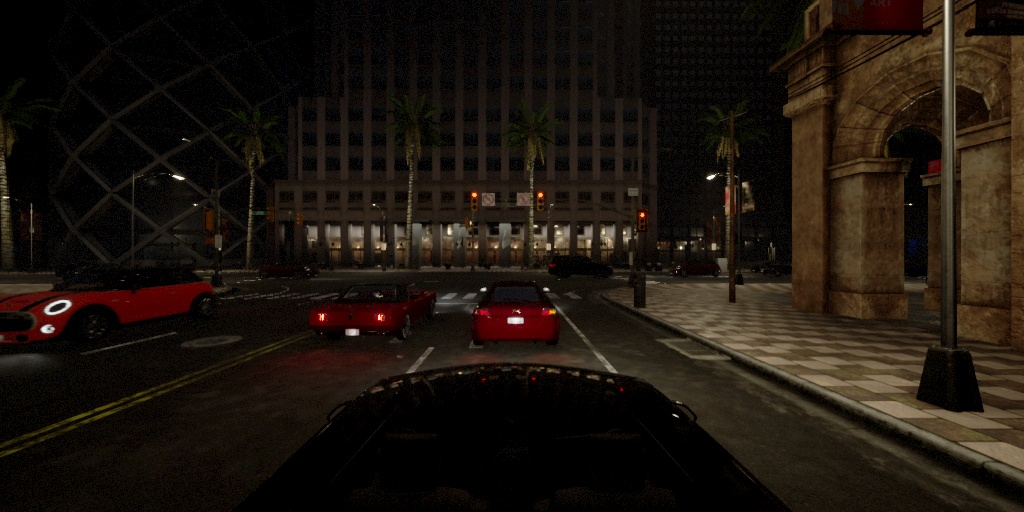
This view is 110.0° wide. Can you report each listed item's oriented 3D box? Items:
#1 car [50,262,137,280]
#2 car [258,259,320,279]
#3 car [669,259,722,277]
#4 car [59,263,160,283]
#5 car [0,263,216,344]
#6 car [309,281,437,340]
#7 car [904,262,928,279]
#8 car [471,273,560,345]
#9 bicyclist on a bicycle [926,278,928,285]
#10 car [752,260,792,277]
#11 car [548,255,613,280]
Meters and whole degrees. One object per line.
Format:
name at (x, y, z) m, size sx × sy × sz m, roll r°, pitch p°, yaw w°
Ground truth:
car at (-35.518, 1.276, 30.582) m, size 4.674 × 1.442 × 1.812 m, roll 0°, pitch 0°, yaw -13°
car at (-19.411, 1.101, 31.401) m, size 4.553 × 1.767 × 2.097 m, roll 0°, pitch 0°, yaw -1°
car at (17.809, 1.102, 35.064) m, size 4.553 × 1.767 × 2.097 m, roll 0°, pitch 0°, yaw 0°
car at (-30.997, 1.297, 27.774) m, size 5.357 × 1.411 × 2.033 m, roll 0°, pitch 0°, yaw -3°
car at (-10.595, 1.102, 9.609) m, size 2.097 × 1.767 × 4.553 m, roll 0°, pitch 0°, yaw 0°
car at (-3.419, 1.351, 9.931) m, size 1.895 × 1.301 × 4.718 m, roll 0°, pitch 0°, yaw 0°
car at (34.502, 1.275, 31.317) m, size 4.674 × 1.442 × 1.812 m, roll 0°, pitch 0°, yaw 0°
car at (0.080, 1.314, 9.470) m, size 1.994 × 1.385 × 4.181 m, roll 0°, pitch 0°, yaw 0°
bicyclist on a bicycle at (24.674, 1.050, 20.563) m, size 0.582 × 1.620 × 1.656 m, roll 0°, pitch 0°, yaw 0°
car at (26.903, 1.241, 35.039) m, size 4.902 × 1.511 × 2.128 m, roll 0°, pitch 0°, yaw 0°
car at (5.934, 0.971, 31.397) m, size 5.566 × 2.045 × 2.150 m, roll 0°, pitch 0°, yaw 0°
